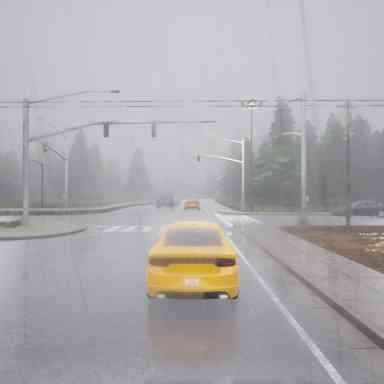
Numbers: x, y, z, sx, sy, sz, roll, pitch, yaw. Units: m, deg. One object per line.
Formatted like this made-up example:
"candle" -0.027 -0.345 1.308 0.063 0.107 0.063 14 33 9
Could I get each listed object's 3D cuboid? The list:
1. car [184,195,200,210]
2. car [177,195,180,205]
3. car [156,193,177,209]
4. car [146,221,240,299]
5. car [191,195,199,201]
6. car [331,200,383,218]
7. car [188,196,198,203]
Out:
"car" 0.017 1.478 42.156 1.882 1.535 5.008 0 0 0
"car" -3.541 1.352 55.931 2.097 1.767 4.553 0 0 0
"car" -3.596 1.221 45.637 2.150 2.045 5.566 0 0 -1
"car" 0.049 1.474 8.493 1.882 1.535 5.008 0 0 1
"car" 0.695 1.442 83.109 1.837 1.490 4.892 0 0 2
"car" 14.900 1.526 29.471 4.892 1.490 1.837 -2 0 1
"car" 0.297 1.537 72.716 2.033 1.411 5.357 0 0 2
